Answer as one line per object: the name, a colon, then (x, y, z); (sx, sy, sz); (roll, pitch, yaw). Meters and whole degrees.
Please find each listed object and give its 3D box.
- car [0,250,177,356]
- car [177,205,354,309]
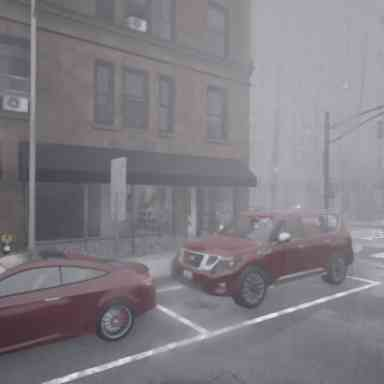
car: (-2.530, 1.588, 4.962); (4.206, 1.307, 1.802); (1, 0, -35)
car: (1.969, 1.369, 8.169); (5.009, 1.841, 2.192); (1, 0, -35)
